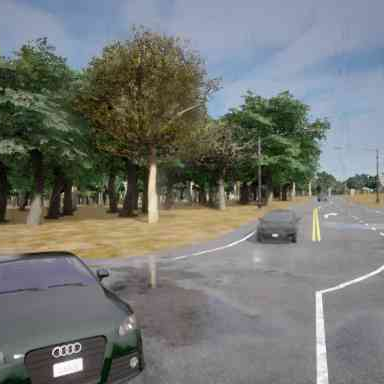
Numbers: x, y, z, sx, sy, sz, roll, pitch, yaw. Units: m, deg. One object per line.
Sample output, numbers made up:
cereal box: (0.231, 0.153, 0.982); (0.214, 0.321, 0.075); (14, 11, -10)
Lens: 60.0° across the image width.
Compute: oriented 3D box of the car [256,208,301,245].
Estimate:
car: (4.578, 1.655, 17.238); (1.882, 1.535, 5.008); (0, 0, 20)

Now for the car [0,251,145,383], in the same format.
car: (-2.331, 1.644, 5.032); (1.994, 1.385, 4.181); (1, -2, -33)

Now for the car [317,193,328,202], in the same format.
car: (30.488, 1.350, 77.504); (2.150, 2.045, 5.566); (-1, 0, 24)
